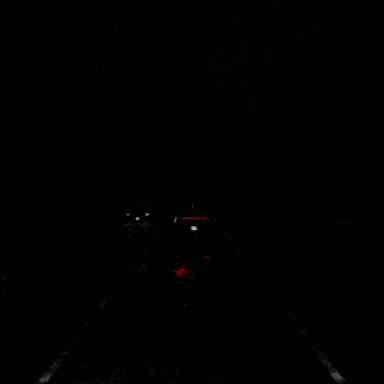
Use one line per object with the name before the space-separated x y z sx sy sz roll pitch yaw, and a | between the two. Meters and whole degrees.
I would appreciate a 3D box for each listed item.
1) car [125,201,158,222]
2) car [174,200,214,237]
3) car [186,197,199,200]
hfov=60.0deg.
car | -3.614 1.372 24.689 2.033 1.411 5.357 0 1 0
car | 0.093 1.380 17.146 2.128 1.511 4.902 0 0 0
car | 0.079 1.299 39.486 1.895 1.301 4.718 0 0 0
